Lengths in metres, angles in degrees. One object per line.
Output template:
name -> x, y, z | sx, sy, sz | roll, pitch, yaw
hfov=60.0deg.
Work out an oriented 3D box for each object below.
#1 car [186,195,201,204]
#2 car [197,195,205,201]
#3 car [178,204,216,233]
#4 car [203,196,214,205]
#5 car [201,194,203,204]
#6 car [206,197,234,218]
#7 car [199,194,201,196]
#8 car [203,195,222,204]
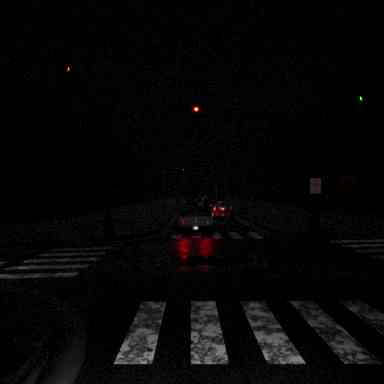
car -> -0.015, 1.664, 55.967 | 1.994, 1.385, 4.181 | 0, 0, 0
car -> 2.498, 1.702, 94.564 | 1.967, 1.590, 4.097 | -1, 0, 0
car -> 0.236, 1.613, 19.879 | 1.895, 1.301, 4.718 | 0, 0, 1
car -> 2.941, 1.575, 61.126 | 1.801, 1.575, 5.366 | 0, 0, 0
car -> 2.572, 1.369, 40.541 | 2.192, 1.841, 5.009 | -1, 0, 0
car -> 2.589, 1.470, 29.736 | 1.967, 1.590, 4.097 | -1, 0, 0
car -> 2.895, 1.498, 67.907 | 2.097, 1.767, 4.553 | 0, 0, 0
car -> 2.580, 1.356, 35.138 | 2.192, 1.841, 5.009 | -1, 0, 0
